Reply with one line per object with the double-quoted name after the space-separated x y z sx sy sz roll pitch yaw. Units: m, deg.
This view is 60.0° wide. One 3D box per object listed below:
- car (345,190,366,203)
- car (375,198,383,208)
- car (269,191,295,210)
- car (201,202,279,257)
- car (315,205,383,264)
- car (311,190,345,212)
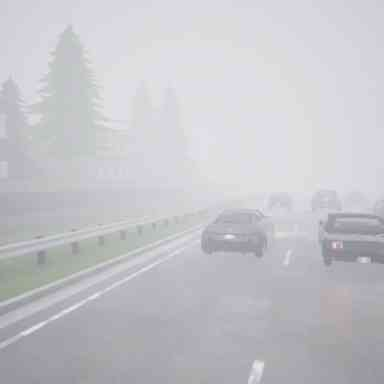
17.911 0.460 36.748 1.994 1.385 4.181 0 1 19 "car"
11.682 0.925 18.974 1.812 1.442 4.674 0 1 19 "car"
7.815 0.709 29.091 1.837 1.490 4.892 0 1 19 "car"
1.778 1.257 11.824 1.994 1.385 4.181 0 1 19 "car"
4.899 1.295 10.147 1.895 1.301 4.718 0 1 19 "car"
10.680 0.579 26.680 2.097 1.767 4.553 0 1 19 "car"
